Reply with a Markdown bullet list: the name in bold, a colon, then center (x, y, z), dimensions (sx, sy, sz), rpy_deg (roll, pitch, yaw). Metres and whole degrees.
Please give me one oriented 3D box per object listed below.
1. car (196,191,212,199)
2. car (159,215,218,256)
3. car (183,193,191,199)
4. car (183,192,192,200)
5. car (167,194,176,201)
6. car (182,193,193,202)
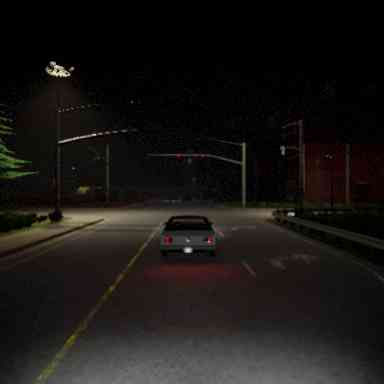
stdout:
- **car**: center (2.963, 0.729, 81.128), dimensions (1.905, 1.878, 3.866), rpy_deg (-8, 4, -43)
- **car**: center (-0.130, 1.535, 12.706), dimensions (1.895, 1.301, 4.718), rpy_deg (0, 0, 0)
- **car**: center (-1.312, 0.989, 88.523), dimensions (2.033, 1.411, 5.357), rpy_deg (0, 0, -1)
- **car**: center (-1.172, 0.950, 79.294), dimensions (2.097, 1.767, 4.553), rpy_deg (0, 0, -1)
- **car**: center (-4.592, 1.149, 73.951), dimensions (1.812, 1.442, 4.674), rpy_deg (0, 0, -1)
- **car**: center (-0.961, 1.171, 65.300), dimensions (1.837, 1.490, 4.892), rpy_deg (0, 0, -1)
